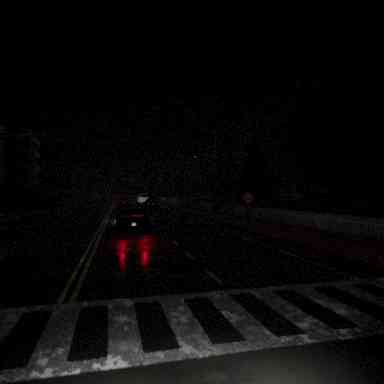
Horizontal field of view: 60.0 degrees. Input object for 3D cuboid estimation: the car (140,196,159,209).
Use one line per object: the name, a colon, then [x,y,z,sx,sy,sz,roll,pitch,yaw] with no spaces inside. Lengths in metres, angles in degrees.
car: [-5.542,1.575,44.944,2.033,1.411,5.357,0,0,-12]

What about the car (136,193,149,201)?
car: [-8.795,1.271,60.053,2.150,2.045,5.566,0,0,-12]

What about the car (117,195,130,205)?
car: [-12.338,1.427,59.900,2.097,1.767,4.553,0,0,-12]

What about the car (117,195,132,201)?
car: [-9.536,1.410,46.908,2.097,1.767,4.553,0,0,-12]

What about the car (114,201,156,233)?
car: [-3.620,1.513,20.122,2.128,1.511,4.902,0,0,-12]
